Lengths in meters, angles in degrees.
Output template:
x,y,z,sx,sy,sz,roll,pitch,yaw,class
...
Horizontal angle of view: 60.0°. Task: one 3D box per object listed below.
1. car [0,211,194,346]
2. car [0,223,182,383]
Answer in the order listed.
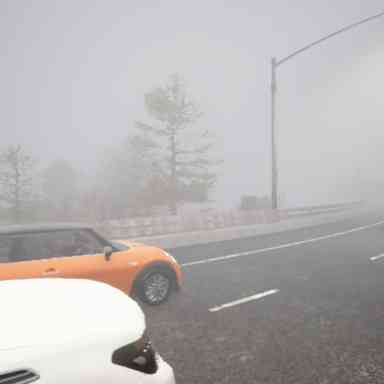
x,y,z,sx,sy,sz,roll,pitch,yaw,class
-2.427,1.384,6.508,4.553,1.767,2.097,0,0,-36,car
-2.800,1.249,1.866,5.566,2.045,2.150,0,0,-35,car
